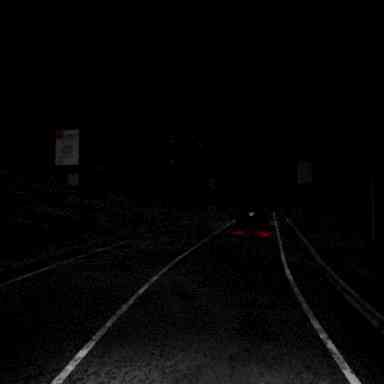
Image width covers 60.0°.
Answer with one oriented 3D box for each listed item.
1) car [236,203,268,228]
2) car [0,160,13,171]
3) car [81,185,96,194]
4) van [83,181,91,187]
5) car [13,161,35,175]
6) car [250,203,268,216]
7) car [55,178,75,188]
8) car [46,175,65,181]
[{"bbox_3d":[4.361,1.545,23.852,2.097,1.767,4.553,0,-1,13],"label":"car"},{"bbox_3d":[-22.881,-2.921,37.522,2.185,1.767,4.553,0,-2,3],"label":"car"},{"bbox_3d":[-23.720,-0.541,76.278,2.163,1.488,4.792,1,-4,-5],"label":"car"},{"bbox_3d":[-23.278,-1.166,70.865,1.878,1.987,4.442,0,-4,-3],"label":"van"},{"bbox_3d":[-22.653,-2.791,43.128,2.435,2.045,5.566,0,-3,2],"label":"car"},{"bbox_3d":[8.201,2.089,40.321,1.994,1.385,4.181,0,-1,13],"label":"car"},{"bbox_3d":[-22.717,-1.611,59.676,2.002,1.452,4.674,0,-3,-2],"label":"car"},{"bbox_3d":[-22.590,-1.929,54.144,2.002,1.452,4.674,0,-3,0],"label":"car"}]
